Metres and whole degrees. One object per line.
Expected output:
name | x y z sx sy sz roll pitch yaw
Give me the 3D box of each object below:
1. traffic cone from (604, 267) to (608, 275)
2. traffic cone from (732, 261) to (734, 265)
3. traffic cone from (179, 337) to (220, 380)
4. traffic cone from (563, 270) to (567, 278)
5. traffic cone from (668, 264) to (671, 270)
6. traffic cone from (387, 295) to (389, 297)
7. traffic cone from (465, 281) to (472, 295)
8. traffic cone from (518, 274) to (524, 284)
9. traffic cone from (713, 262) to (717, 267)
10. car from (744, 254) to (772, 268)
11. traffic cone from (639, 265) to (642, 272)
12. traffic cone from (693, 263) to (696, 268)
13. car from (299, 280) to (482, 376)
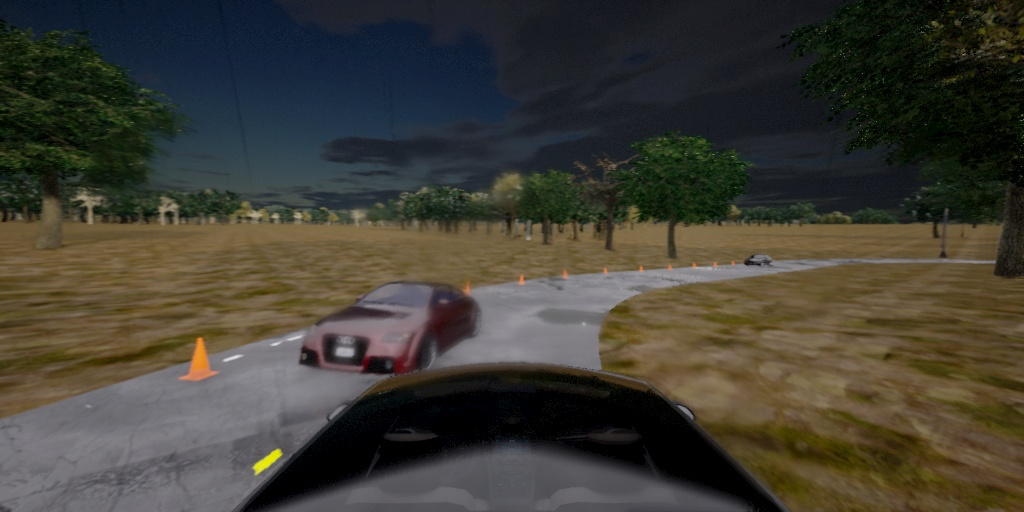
traffic cone | 7.505 1.185 28.862 0.340 0.580 0.340 0 0 -41
traffic cone | 27.337 0.866 44.352 0.340 0.580 0.340 0 0 -38
traffic cone | -4.806 1.551 5.523 0.340 0.580 0.340 0 0 7
traffic cone | 3.730 1.244 25.017 0.340 0.580 0.340 0 0 40
traffic cone | 15.489 1.075 35.152 0.340 0.580 0.340 0 0 -38
traffic cone | -3.763 1.476 10.815 0.340 0.580 0.340 0 0 15
traffic cone | -1.964 1.395 15.897 0.340 0.580 0.340 0 0 24
traffic cone | 0.552 1.315 20.666 0.340 0.580 0.340 0 0 32
traffic cone | 23.387 0.936 41.286 0.340 0.580 0.340 0 0 -38
car | 29.840 0.552 43.401 4.892 1.490 1.837 -1 5 -38
traffic cone | 11.541 1.136 32.086 0.340 0.580 0.340 0 0 -38
traffic cone | 19.438 1.005 38.219 0.340 0.580 0.340 0 0 -38
car | -2.029 1.210 7.212 1.994 1.385 4.181 2 1 12
